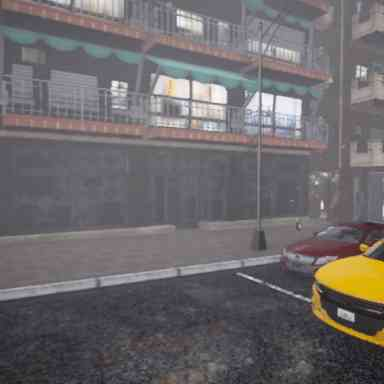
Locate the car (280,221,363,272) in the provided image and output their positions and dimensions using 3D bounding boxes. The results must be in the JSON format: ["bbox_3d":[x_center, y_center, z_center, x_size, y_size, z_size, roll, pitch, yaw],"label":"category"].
[{"bbox_3d":[4.236,1.450,8.703,4.206,1.307,1.802,0,1,-30],"label":"car"}]

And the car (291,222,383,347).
[{"bbox_3d":[4.276,1.407,5.772,5.008,1.535,1.882,0,1,-30],"label":"car"}]
